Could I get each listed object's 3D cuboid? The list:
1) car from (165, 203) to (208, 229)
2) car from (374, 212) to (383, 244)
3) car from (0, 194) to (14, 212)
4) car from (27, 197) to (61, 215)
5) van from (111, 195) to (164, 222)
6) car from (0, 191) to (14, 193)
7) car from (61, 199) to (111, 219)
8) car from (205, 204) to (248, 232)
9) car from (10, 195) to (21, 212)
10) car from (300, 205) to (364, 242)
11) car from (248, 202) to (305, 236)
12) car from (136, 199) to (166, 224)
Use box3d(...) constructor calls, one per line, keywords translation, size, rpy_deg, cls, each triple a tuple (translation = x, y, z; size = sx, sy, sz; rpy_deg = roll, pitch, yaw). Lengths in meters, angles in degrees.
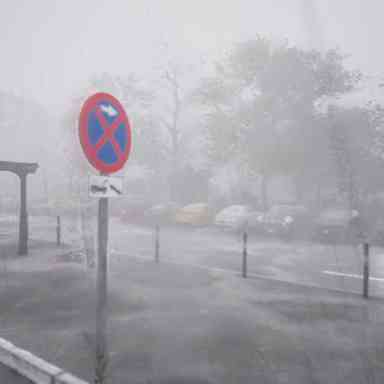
box3d(translation=(0.807, 1.477, 22.132), size=(2.097, 1.535, 5.008), rpy_deg=(1, 0, 35), cls="car")
box3d(translation=(9.854, 1.580, 15.699), size=(2.231, 1.521, 4.892), rpy_deg=(1, 0, 35), cls="car")
box3d(translation=(-17.282, 1.284, 35.008), size=(2.231, 1.521, 4.892), rpy_deg=(1, 0, 35), cls="car")
box3d(translation=(-12.870, 1.329, 31.635), size=(1.946, 1.575, 5.366), rpy_deg=(1, 0, 35), cls="car")
box3d(translation=(-3.645, 1.203, 25.447), size=(1.878, 1.987, 4.442), rpy_deg=(1, 0, 35), cls="van")
box3d(translation=(-24.087, 0.959, 39.804), size=(2.435, 2.045, 5.566), rpy_deg=(1, 0, 35), cls="car")
box3d(translation=(-8.255, 1.410, 28.546), size=(2.163, 1.488, 4.792), rpy_deg=(1, 0, 35), cls="car")
box3d(translation=(3.071, 1.543, 20.527), size=(2.002, 1.452, 4.674), rpy_deg=(1, 0, 35), cls="car")
box3d(translation=(-15.008, 1.337, 33.419), size=(2.163, 1.488, 4.792), rpy_deg=(1, 0, 35), cls="car")
box3d(translation=(7.600, 1.553, 17.316), size=(2.097, 1.535, 5.008), rpy_deg=(1, 0, 35), cls="car")
box3d(translation=(5.353, 1.402, 18.945), size=(2.185, 1.767, 4.553), rpy_deg=(1, 0, 35), cls="car")
box3d(translation=(-1.455, 1.493, 23.743), size=(2.002, 1.452, 4.674), rpy_deg=(1, 0, 35), cls="car")
